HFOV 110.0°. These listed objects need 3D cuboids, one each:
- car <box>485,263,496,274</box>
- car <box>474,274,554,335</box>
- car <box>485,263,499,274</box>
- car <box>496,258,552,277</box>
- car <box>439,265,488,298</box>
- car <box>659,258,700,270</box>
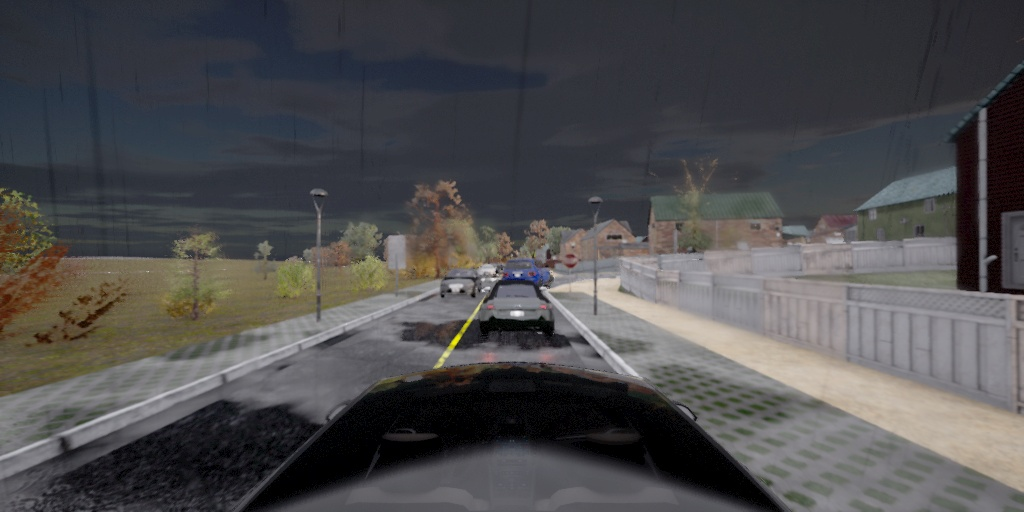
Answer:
[{"bbox_3d":[-2.762,1.673,40.527,1.812,1.442,4.674,0,-1,-2],"label":"car"},{"bbox_3d":[0.106,1.405,10.830,1.994,1.385,4.181,0,0,-1],"label":"car"},{"bbox_3d":[-2.810,1.769,51.243,1.837,1.490,4.892,0,-1,0],"label":"car"},{"bbox_3d":[1.067,1.171,22.927,2.150,2.045,5.566,-2,0,16],"label":"car"},{"bbox_3d":[-2.740,1.426,19.953,2.128,1.511,4.902,0,-1,0],"label":"car"},{"bbox_3d":[14.318,0.666,27.958,5.357,1.411,2.033,-3,-1,14],"label":"car"}]
